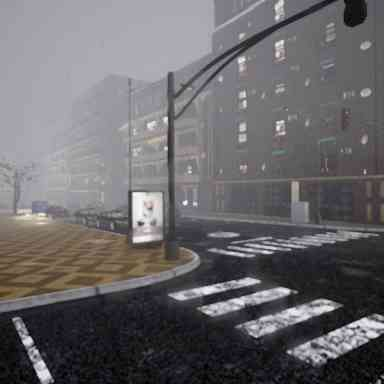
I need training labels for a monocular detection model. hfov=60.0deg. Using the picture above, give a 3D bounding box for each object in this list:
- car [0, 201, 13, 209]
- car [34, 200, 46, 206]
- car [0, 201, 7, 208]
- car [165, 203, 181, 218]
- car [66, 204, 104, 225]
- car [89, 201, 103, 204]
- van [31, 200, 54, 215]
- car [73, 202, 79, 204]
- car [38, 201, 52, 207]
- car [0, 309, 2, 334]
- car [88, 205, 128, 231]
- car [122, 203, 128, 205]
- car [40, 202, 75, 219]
[{"bbox_3d":[-37.970,2.698,68.425,2.008,1.369,4.403,-2,0,-36],"label":"car"},{"bbox_3d":[-37.731,2.786,82.361,1.887,1.381,4.507,-2,0,-36],"label":"car"},{"bbox_3d":[-44.513,2.857,77.439,1.887,1.381,4.507,-2,0,-36],"label":"car"},{"bbox_3d":[-2.957,1.813,34.669,1.967,1.590,4.097,-2,0,-36],"label":"car"},{"bbox_3d":[-8.632,1.963,27.785,2.008,1.369,4.403,-2,0,-36],"label":"car"},{"bbox_3d":[-14.830,2.108,50.814,1.967,1.590,4.097,-2,0,-36],"label":"car"},{"bbox_3d":[-19.651,2.029,43.131,1.690,1.788,3.998,-2,0,-36],"label":"van"},{"bbox_3d":[-21.373,2.413,59.826,1.802,1.307,4.206,-2,0,-36],"label":"car"},{"bbox_3d":[-34.459,2.725,77.854,1.947,1.339,4.313,-2,0,-36],"label":"car"},{"bbox_3d":[-4.392,1.583,3.433,4.206,1.307,1.802,0,0,-36],"label":"car"},{"bbox_3d":[-5.360,1.882,23.278,2.008,1.369,4.403,-2,0,-36],"label":"car"},{"bbox_3d":[-8.224,2.085,41.845,1.802,1.307,4.206,-2,0,-36],"label":"car"},{"bbox_3d":[-14.721,2.109,36.252,1.887,1.381,4.507,-2,0,-36],"label":"car"}]
